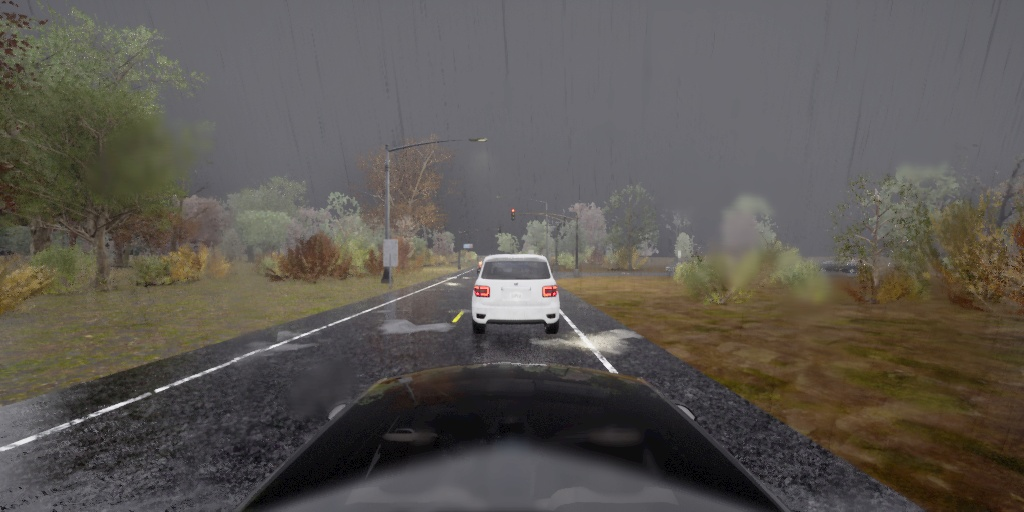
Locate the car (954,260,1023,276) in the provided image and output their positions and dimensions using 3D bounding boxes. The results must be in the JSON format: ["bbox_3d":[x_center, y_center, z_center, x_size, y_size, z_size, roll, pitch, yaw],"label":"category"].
[{"bbox_3d":[49.073,1.279,37.107,4.902,1.511,2.128,0,0,5],"label":"car"}]

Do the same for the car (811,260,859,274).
[{"bbox_3d":[36.592,1.252,41.073,5.008,1.535,1.882,0,0,3],"label":"car"}]

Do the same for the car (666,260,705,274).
[{"bbox_3d":[20.418,1.255,41.594,4.902,1.511,2.128,0,0,1],"label":"car"}]

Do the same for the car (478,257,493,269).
[{"bbox_3d":[-4.205,1.104,57.563,2.097,1.767,4.553,0,0,-2],"label":"car"}]

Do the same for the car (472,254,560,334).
[{"bbox_3d":[0.088,0.971,10.744,2.150,2.045,5.566,0,0,0],"label":"car"}]

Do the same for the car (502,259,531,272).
[{"bbox_3d":[0.559,1.229,49.075,1.882,1.535,5.008,-1,1,-27],"label":"car"}]

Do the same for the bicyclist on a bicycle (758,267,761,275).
[{"bbox_3d":[24.018,1.223,35.229,0.582,1.620,1.656,0,0,1],"label":"bicyclist on a bicycle"}]
